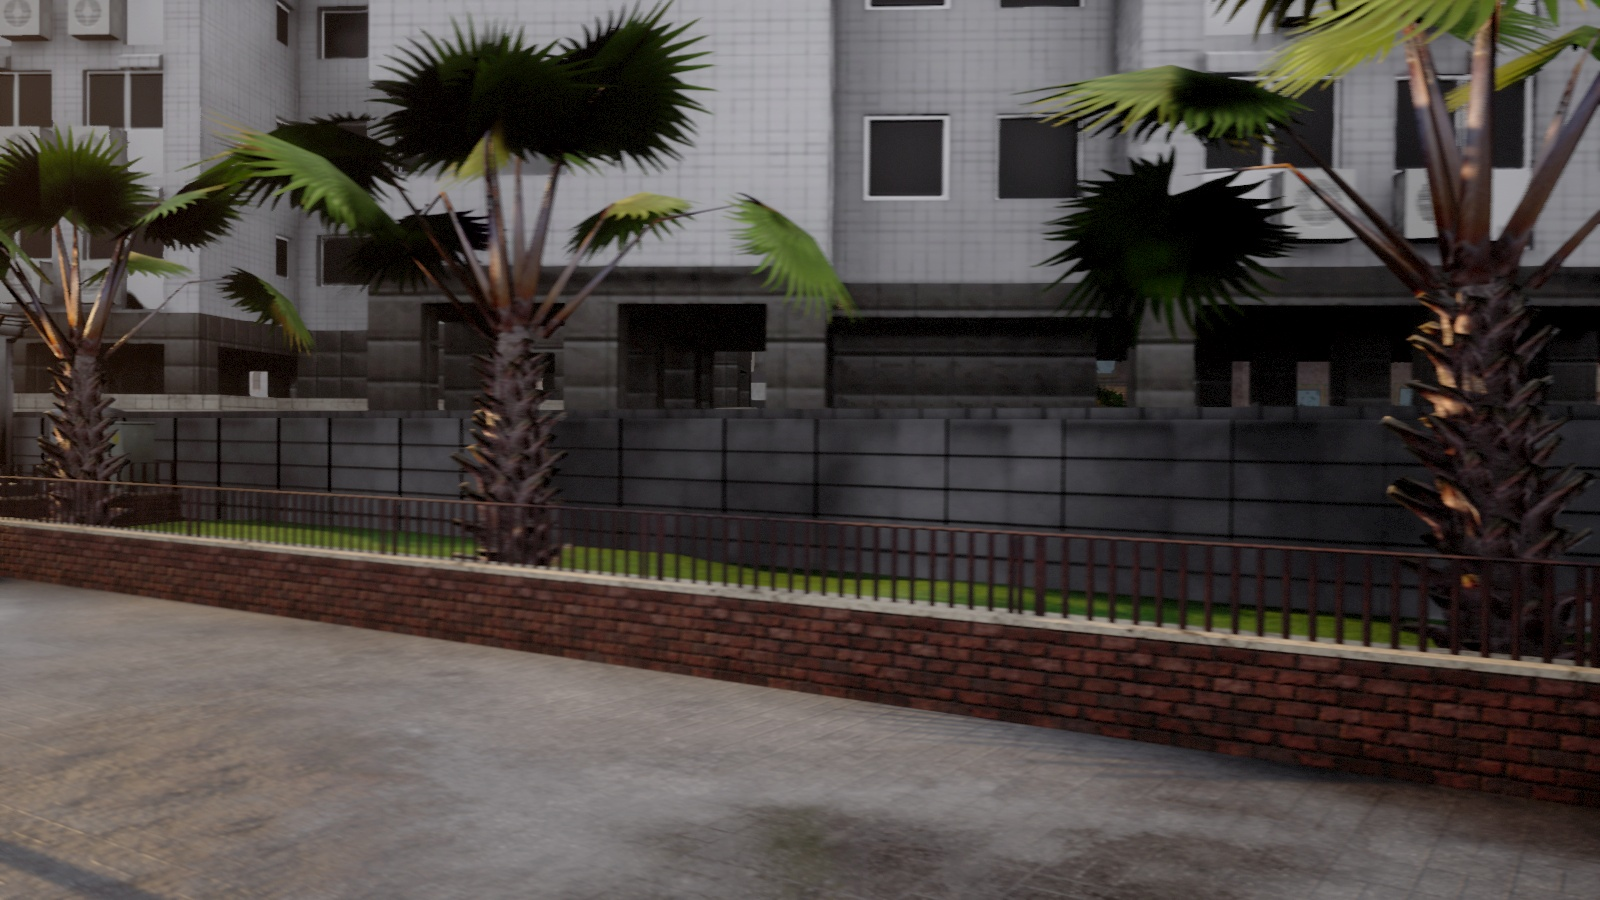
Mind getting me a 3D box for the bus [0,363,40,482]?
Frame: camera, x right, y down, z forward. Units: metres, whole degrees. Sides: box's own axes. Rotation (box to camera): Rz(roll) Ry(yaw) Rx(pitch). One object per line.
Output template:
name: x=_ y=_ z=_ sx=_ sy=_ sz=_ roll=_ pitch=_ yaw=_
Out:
bus: x=-32.343 y=-0.936 z=42.759 sx=3.944 sy=4.253 sz=10.273 roll=0 pitch=1 yaw=34
